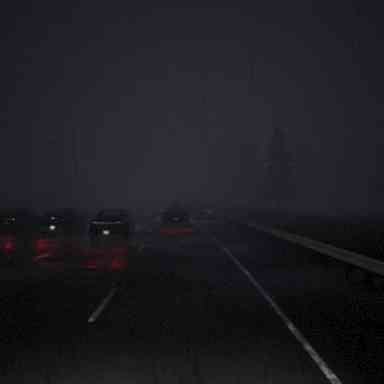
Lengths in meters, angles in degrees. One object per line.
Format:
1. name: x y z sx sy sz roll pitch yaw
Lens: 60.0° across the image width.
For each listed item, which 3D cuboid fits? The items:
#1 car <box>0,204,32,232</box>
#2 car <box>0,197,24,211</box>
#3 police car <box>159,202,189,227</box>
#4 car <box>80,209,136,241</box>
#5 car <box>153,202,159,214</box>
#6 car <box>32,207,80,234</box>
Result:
1. car: -11.505 1.745 21.646 1.812 1.442 4.674 0 -1 -6
2. car: -27.478 1.730 50.593 2.150 2.045 5.566 0 0 -14
3. police car: -1.349 1.680 25.343 1.930 1.638 5.238 0 -1 -6
4. car: -4.132 1.670 17.707 2.128 1.511 4.902 0 -1 -4
5. car: -3.738 1.939 41.220 1.812 1.442 4.674 0 -1 -11
6. car: -7.889 1.714 20.665 1.837 1.490 4.892 0 -1 -5
